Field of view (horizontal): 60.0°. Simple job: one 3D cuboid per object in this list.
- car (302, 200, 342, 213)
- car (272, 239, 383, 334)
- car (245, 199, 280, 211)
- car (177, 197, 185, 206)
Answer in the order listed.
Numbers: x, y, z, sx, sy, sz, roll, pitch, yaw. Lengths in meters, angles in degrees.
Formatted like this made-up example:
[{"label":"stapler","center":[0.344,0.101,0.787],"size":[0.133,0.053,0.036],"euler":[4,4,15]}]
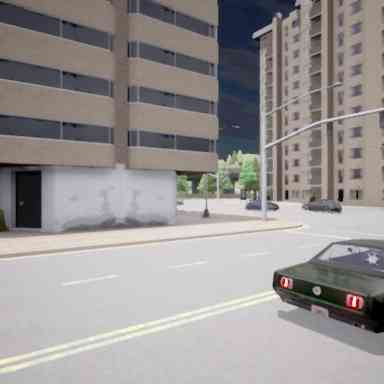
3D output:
[{"label":"car","center":[14.175,1.526,36.432],"size":[1.994,1.385,4.181],"euler":[0,0,-33]},{"label":"car","center":[3.839,1.593,6.516],"size":[4.718,1.301,1.895],"euler":[0,0,-35]},{"label":"car","center":[8.172,1.529,38.938],"size":[1.994,1.385,4.181],"euler":[0,0,-36]},{"label":"car","center":[-3.066,1.492,54.548],"size":[1.812,1.442,4.674],"euler":[0,0,-35]}]
